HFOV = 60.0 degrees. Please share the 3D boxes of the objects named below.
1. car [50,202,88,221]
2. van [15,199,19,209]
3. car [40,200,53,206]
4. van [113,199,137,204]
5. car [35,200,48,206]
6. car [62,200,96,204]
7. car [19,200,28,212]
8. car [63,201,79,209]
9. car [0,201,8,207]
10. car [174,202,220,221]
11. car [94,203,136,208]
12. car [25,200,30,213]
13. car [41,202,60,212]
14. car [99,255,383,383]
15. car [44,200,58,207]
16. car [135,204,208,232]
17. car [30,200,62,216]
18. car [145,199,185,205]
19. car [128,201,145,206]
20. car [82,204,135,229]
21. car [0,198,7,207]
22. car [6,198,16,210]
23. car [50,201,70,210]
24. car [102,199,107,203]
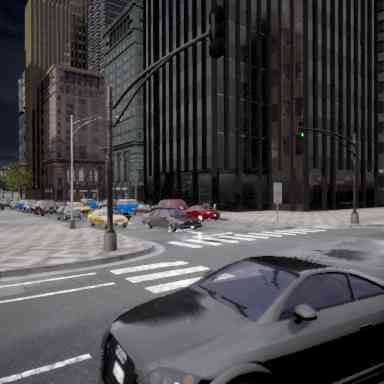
[{"bbox_3d":[-12.005,2.005,32.520,2.008,1.369,4.403,-1,0,-35],"label":"car"},{"bbox_3d":[-26.181,2.124,52.419,1.690,1.788,3.998,-1,0,-35],"label":"van"},{"bbox_3d":[-34.769,2.662,79.181,1.947,1.339,4.313,-1,0,-35],"label":"car"},{"bbox_3d":[-8.228,1.834,41.940,1.690,1.788,3.998,-1,0,-35],"label":"van"},{"bbox_3d":[-37.786,2.712,83.418,2.008,1.369,4.403,-1,0,-35],"label":"car"},{"bbox_3d":[-13.306,2.002,38.970,1.882,1.535,5.008,0,-1,-36],"label":"car"},{"bbox_3d":[-23.344,2.158,48.439,1.967,1.590,4.097,-1,0,-35],"label":"car"},{"bbox_3d":[-22.697,2.408,62.230,1.802,1.307,4.206,-1,0,-35],"label":"car"},{"bbox_3d":[-44.425,2.772,78.045,1.802,1.307,4.206,-1,0,-35],"label":"car"},{"bbox_3d":[0.615,1.829,29.499,1.887,1.381,4.507,-1,0,-35],"label":"car"},{"bbox_3d":[-7.303,1.984,30.524,1.895,1.301,4.718,0,-1,-35],"label":"car"},{"bbox_3d":[-20.508,2.197,44.459,1.887,1.381,4.507,-1,0,-35],"label":"car"},{"bbox_3d":[-21.765,2.248,50.996,1.812,1.442,4.674,0,-1,-35],"label":"car"},{"bbox_3d":[1.031,1.564,4.186,4.181,1.385,1.994,0,0,-29],"label":"car"},{"bbox_3d":[-31.750,2.596,74.942,1.947,1.339,4.313,-1,0,-35],"label":"car"},{"bbox_3d":[-1.528,1.795,22.413,2.033,1.411,5.357,0,-1,-36],"label":"car"},{"bbox_3d":[-17.679,1.901,40.480,2.192,1.841,5.009,-1,0,-35],"label":"car"},{"bbox_3d":[-2.336,1.669,33.646,2.192,1.841,5.009,-1,0,-35],"label":"car"},{"bbox_3d":[-5.276,2.005,37.793,1.802,1.307,4.206,-1,0,-35],"label":"car"},{"bbox_3d":[-6.239,1.844,24.422,1.752,1.417,4.829,-1,0,-35],"label":"car"},{"bbox_3d":[-41.307,2.668,73.665,1.887,1.381,4.507,-1,0,-35],"label":"car"},{"bbox_3d":[-31.951,2.355,60.523,1.967,1.590,4.097,-1,0,-35],"label":"car"},{"bbox_3d":[-23.051,2.342,57.981,2.033,1.411,5.357,0,-1,-35],"label":"car"},{"bbox_3d":[-11.175,1.876,46.087,2.192,1.841,5.009,-1,0,-35],"label":"car"}]
